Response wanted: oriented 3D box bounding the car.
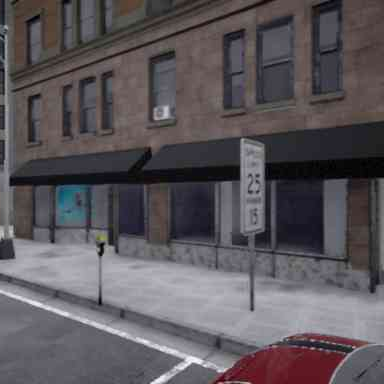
[{"bbox_3d":[1.762,1.439,1.592,4.097,1.590,1.967,0,0,35],"label":"car"}]
